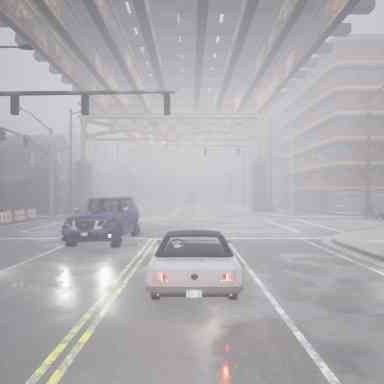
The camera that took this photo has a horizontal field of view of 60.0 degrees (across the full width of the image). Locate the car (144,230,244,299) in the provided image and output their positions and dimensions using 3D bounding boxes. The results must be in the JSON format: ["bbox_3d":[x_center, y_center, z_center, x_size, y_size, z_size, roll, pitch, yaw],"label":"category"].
[{"bbox_3d":[0.046,1.601,8.390,1.895,1.301,4.718,0,0,0],"label":"car"}]

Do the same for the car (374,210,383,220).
[{"bbox_3d":[16.547,1.547,24.618,5.357,1.411,2.033,0,0,0],"label":"car"}]

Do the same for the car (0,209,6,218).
[{"bbox_3d":[-16.863,1.453,25.047,4.974,1.542,2.038,0,0,-20],"label":"car"}]

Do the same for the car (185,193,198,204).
[{"bbox_3d":[-0.157,1.180,62.618,2.150,2.045,5.566,0,-1,0],"label":"car"}]

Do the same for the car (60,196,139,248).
[{"bbox_3d":[-3.900,1.221,15.141,2.150,2.045,5.566,-1,0,3],"label":"car"}]

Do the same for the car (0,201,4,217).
[{"bbox_3d":[-16.912,1.295,25.029,4.536,1.218,1.853,0,0,-20],"label":"car"}]

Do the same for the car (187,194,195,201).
[{"bbox_3d":[-0.320,1.344,77.978,1.837,1.490,4.892,0,1,0],"label":"car"}]
